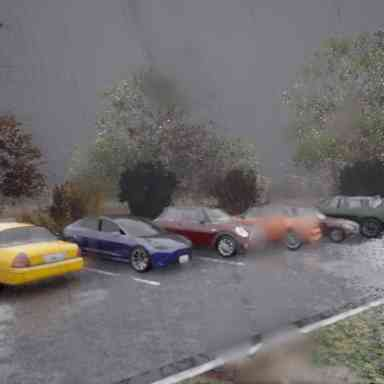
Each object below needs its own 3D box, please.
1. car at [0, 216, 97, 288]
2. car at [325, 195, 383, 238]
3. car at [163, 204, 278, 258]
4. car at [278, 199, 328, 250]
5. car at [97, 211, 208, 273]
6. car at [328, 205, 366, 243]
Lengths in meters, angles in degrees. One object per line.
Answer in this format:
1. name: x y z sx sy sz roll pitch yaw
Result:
1. car: -5.141 1.464 8.900 5.366 1.575 1.946 -1 0 35
2. car: 7.917 1.207 17.742 5.566 2.045 2.435 -1 0 35
3. car: 0.573 1.336 12.671 4.553 1.767 2.185 -1 -1 35
4. car: 3.069 1.334 14.320 4.553 1.767 2.185 -1 0 35
5. car: -2.168 1.493 10.711 4.792 1.488 2.163 -1 -1 35
6. car: 5.496 1.499 16.036 4.674 1.452 2.002 -1 -1 35
